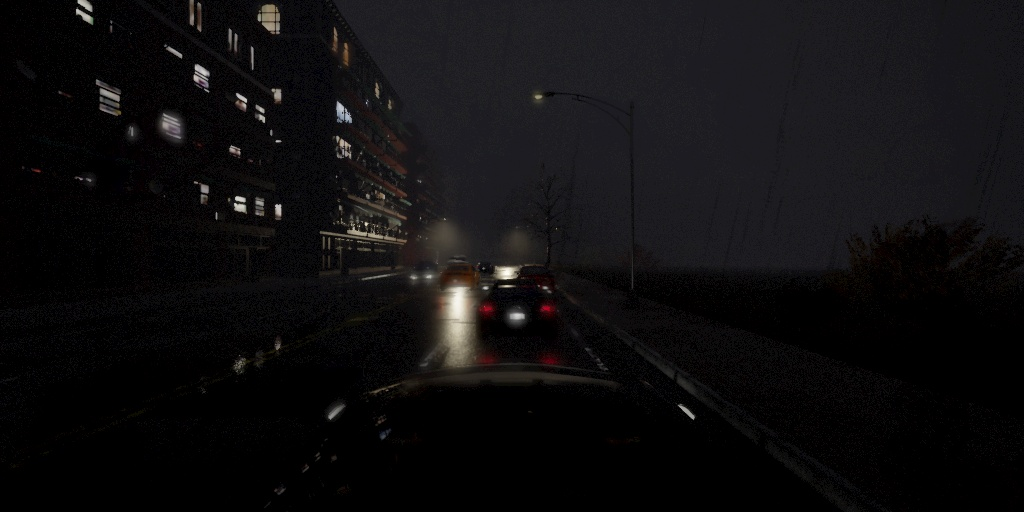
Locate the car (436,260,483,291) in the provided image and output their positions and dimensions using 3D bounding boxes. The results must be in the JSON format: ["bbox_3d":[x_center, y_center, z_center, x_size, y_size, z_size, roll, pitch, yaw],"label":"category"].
[{"bbox_3d":[-3.119,1.230,22.225,1.882,1.535,5.008,0,0,0],"label":"car"}]

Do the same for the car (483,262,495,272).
[{"bbox_3d":[-3.089,1.315,41.204,1.994,1.385,4.181,0,0,0],"label":"car"}]

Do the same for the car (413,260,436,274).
[{"bbox_3d":[-9.791,1.229,40.731,1.882,1.535,5.008,0,0,0],"label":"car"}]

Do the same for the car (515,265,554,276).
[{"bbox_3d":[1.163,1.230,18.896,1.882,1.535,5.008,0,0,0],"label":"car"}]

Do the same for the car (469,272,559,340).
[{"bbox_3d":[0.114,1.315,9.976,1.994,1.385,4.181,0,0,0],"label":"car"}]

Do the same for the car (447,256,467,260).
[{"bbox_3d":[-6.536,0.973,43.179,2.150,2.045,5.566,0,0,0],"label":"car"}]
